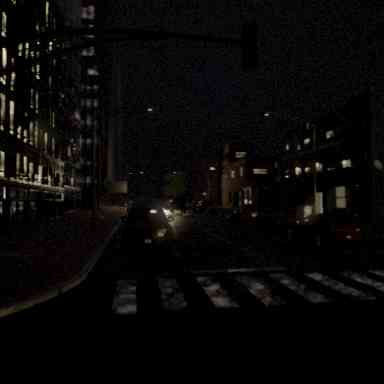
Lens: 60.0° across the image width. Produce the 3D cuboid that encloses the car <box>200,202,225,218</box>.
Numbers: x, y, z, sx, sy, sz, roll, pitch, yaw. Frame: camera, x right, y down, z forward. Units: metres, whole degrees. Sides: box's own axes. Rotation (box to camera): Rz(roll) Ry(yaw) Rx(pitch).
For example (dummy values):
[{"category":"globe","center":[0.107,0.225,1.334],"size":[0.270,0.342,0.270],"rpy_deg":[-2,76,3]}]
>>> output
[{"category":"car","center":[2.604,2.195,38.063],"size":[2.008,1.369,4.403],"rpy_deg":[1,-1,-9]}]

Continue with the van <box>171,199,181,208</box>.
[{"category":"van","center":[-3.747,2.629,76.366],"size":[1.690,1.788,3.998],"rpy_deg":[1,-1,-9]}]

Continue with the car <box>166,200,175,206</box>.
[{"category":"car","center":[-5.563,2.905,87.305],"size":[1.967,1.590,4.097],"rpy_deg":[1,-1,-9]}]

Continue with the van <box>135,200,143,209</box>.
[{"category":"van","center":[-11.106,2.529,69.523],"size":[1.690,1.788,3.998],"rpy_deg":[1,-1,-9]}]

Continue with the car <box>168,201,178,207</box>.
[{"category":"car","center":[-4.657,2.943,81.832],"size":[1.947,1.339,4.313],"rpy_deg":[1,-1,-9]}]

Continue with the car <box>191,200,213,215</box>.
[{"category":"car","center":[1.699,2.055,43.538],"size":[2.192,1.841,5.009],"rpy_deg":[1,-1,-9]}]

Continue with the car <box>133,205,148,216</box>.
[{"category":"car","center":[-6.572,2.310,42.161],"size":[1.802,1.307,4.206],"rpy_deg":[1,-1,-9]}]

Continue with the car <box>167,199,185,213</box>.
[{"category":"car","center":[-2.178,2.093,50.986],"size":[2.150,2.045,5.566],"rpy_deg":[0,-1,-9]}]

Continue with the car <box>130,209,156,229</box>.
[{"category":"car","center":[-3.849,2.021,25.750],"size":[1.802,1.307,4.206],"rpy_deg":[1,-1,-9]}]

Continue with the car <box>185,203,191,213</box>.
[{"category":"car","center":[0.791,2.149,49.011],"size":[2.192,1.841,5.009],"rpy_deg":[1,-1,-9]}]

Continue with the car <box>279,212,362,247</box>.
[{"category":"car","center":[6.233,1.798,16.180],"size":[1.887,1.381,4.507],"rpy_deg":[1,-1,-9]}]

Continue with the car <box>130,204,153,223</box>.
[{"category":"car","center":[-4.755,1.977,31.223],"size":[1.967,1.590,4.097],"rpy_deg":[1,-1,-9]}]

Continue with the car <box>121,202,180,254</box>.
[{"category":"car","center":[-2.031,1.557,14.813],"size":[2.192,1.841,5.009],"rpy_deg":[1,-1,-9]}]

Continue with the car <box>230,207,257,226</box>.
[{"category":"car","center":[4.419,1.890,27.125],"size":[1.967,1.590,4.097],"rpy_deg":[1,-1,-9]}]

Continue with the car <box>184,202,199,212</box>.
[{"category":"car","center":[-0.147,2.455,54.646],"size":[1.752,1.417,4.829],"rpy_deg":[1,-1,-9]}]

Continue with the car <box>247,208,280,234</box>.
[{"category":"car","center":[5.326,1.934,21.649],"size":[1.802,1.307,4.206],"rpy_deg":[1,-1,-9]}]
